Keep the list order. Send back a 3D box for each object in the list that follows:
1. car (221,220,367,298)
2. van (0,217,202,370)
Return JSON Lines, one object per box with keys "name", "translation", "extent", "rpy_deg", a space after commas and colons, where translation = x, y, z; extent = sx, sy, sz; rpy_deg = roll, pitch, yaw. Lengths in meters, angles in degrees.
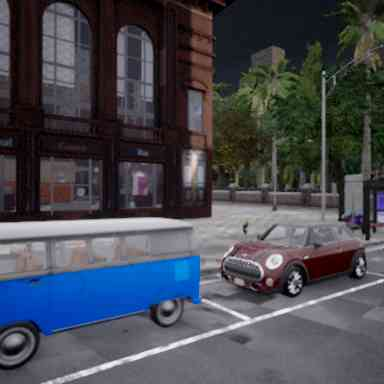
{"name": "car", "translation": [2.673, 1.488, 8.584], "extent": [4.097, 1.590, 1.967], "rpy_deg": [0, -1, -36]}
{"name": "van", "translation": [-1.733, 1.352, 5.418], "extent": [3.998, 1.788, 1.690], "rpy_deg": [0, -1, -36]}
